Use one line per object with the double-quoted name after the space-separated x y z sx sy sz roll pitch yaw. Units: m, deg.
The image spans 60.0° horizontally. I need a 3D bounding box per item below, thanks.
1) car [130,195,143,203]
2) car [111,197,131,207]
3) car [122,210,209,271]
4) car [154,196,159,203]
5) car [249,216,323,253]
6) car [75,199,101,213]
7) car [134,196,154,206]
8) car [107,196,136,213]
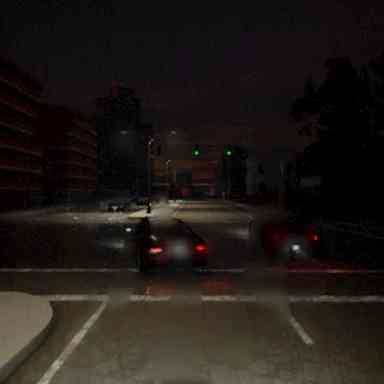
-11.498 1.485 69.597 1.882 1.535 5.008 0 0 0 "car"
-11.557 1.562 54.504 2.128 1.511 4.902 0 0 0 "car"
-1.069 1.562 11.108 2.033 1.411 5.357 0 0 -17 "car"
-7.998 1.528 70.364 2.033 1.411 5.357 0 0 0 "car"
3.596 1.619 13.706 1.895 1.301 4.718 0 0 0 "car"
-11.592 1.552 37.312 1.837 1.490 4.892 0 0 0 "car"
-8.055 1.619 55.405 2.033 1.411 5.357 0 0 1 "car"
-8.093 1.540 37.285 2.128 1.511 4.902 0 0 0 "car"
